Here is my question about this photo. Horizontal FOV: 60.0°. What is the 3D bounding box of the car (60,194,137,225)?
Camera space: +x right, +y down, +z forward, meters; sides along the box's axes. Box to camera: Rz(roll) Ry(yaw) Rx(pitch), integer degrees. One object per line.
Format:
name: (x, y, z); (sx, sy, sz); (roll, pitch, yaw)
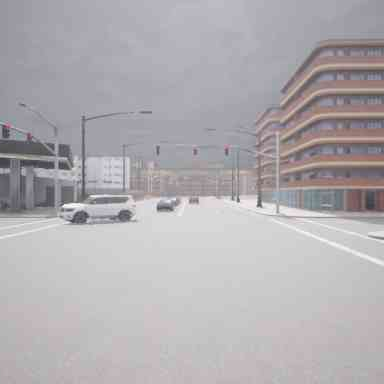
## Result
car: (-6.848, 1.221, 24.818); (5.566, 2.045, 2.150); (0, 2, -36)

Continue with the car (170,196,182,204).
car: (-3.188, 1.492, 66.755); (2.128, 1.511, 4.902); (0, 0, 0)

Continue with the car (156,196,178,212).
car: (-3.091, 1.547, 39.634); (2.033, 1.411, 5.357); (0, 0, 0)

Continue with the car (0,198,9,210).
car: (-23.944, 1.456, 39.459); (3.806, 1.475, 1.970); (0, 0, 1)

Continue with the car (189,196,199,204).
car: (0.344, 1.491, 63.768); (2.128, 1.511, 4.902); (0, 0, 0)

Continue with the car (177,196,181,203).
car: (-3.135, 1.547, 52.828); (2.033, 1.411, 5.357); (0, 0, 0)
